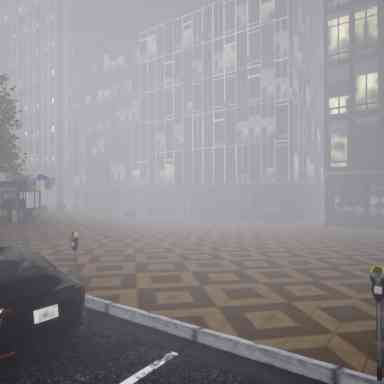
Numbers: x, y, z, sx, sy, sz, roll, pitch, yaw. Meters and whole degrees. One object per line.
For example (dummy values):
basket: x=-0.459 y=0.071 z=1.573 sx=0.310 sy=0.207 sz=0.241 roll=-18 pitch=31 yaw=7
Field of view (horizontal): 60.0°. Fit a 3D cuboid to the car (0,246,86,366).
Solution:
car: x=-3.523 y=1.566 z=5.383 sx=4.313 sy=1.339 sz=1.947 roll=0 pitch=0 yaw=35
